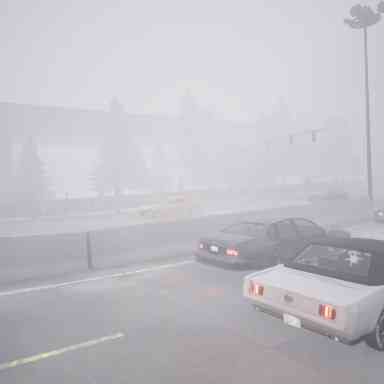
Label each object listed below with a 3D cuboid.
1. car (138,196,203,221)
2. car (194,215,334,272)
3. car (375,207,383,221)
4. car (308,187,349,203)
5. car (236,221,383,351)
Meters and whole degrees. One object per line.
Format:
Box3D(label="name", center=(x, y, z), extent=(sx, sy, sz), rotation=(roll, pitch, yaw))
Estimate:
Box3D(label="car", center=(-1.531, 1.096, 24.451), extent=(5.008, 1.535, 1.882), rotation=(-4, 2, -36))
Box3D(label="car", center=(2.609, 1.400, 9.938), extent=(5.357, 1.411, 2.033), rotation=(-3, 1, -36))
Box3D(label="car", center=(10.757, 0.868, 15.801), extent=(5.357, 1.411, 2.033), rotation=(-4, 2, -36))
Box3D(label="car", center=(12.468, 0.262, 30.216), extent=(4.674, 1.442, 1.812), rotation=(-4, 2, -36))
Box3D(label="car", center=(3.244, 1.506, 6.086), extent=(4.718, 1.301, 1.895), rotation=(-2, 1, -36))
